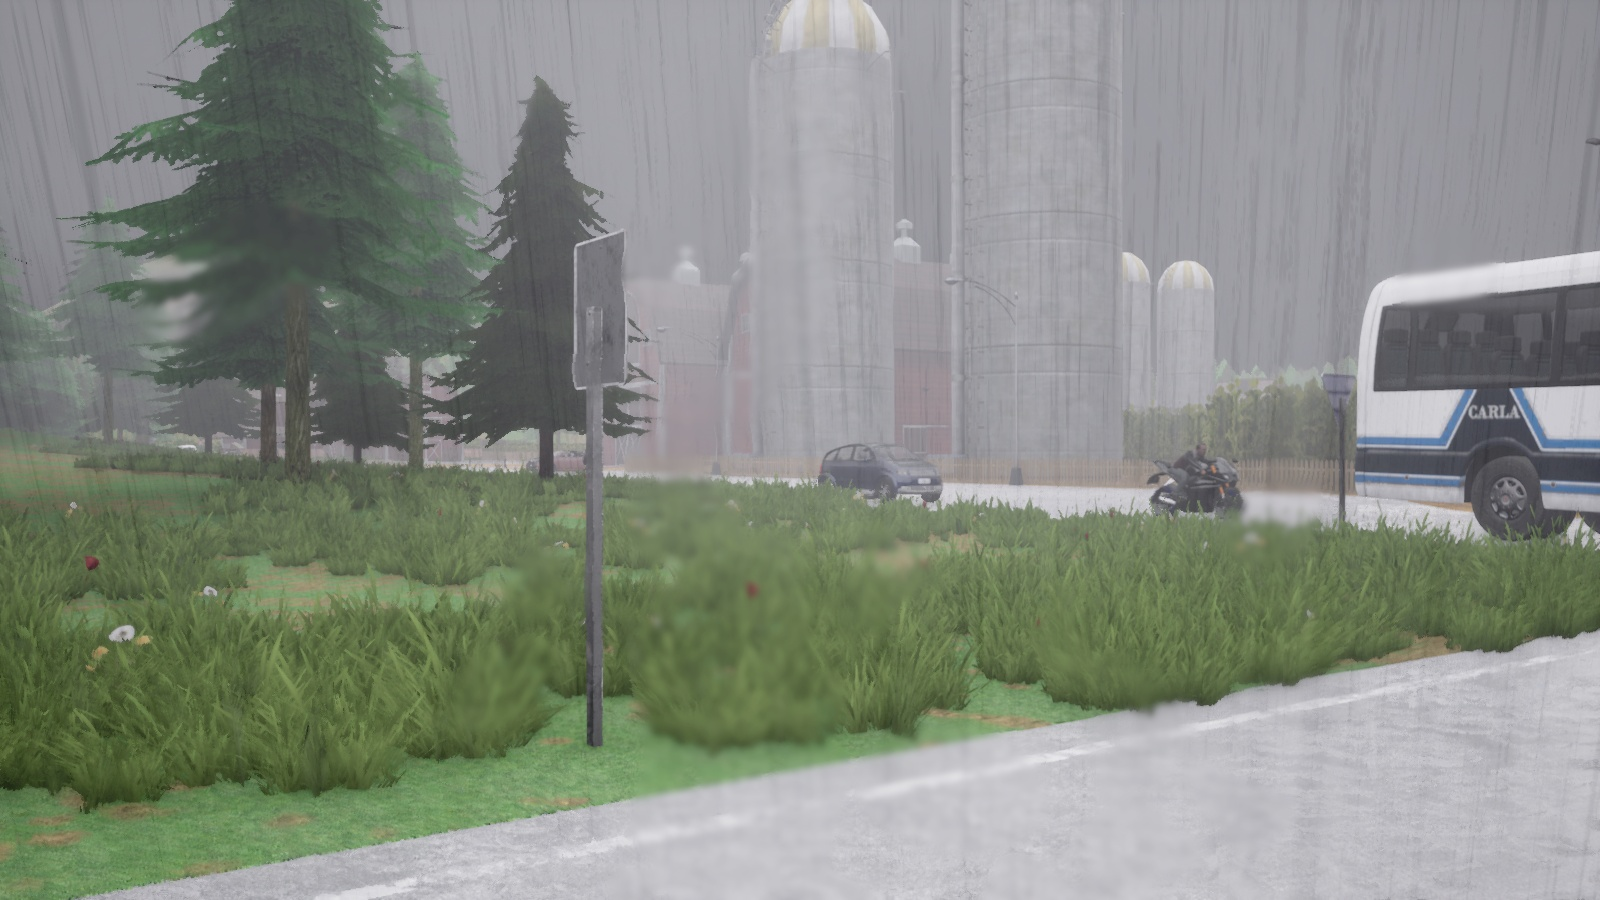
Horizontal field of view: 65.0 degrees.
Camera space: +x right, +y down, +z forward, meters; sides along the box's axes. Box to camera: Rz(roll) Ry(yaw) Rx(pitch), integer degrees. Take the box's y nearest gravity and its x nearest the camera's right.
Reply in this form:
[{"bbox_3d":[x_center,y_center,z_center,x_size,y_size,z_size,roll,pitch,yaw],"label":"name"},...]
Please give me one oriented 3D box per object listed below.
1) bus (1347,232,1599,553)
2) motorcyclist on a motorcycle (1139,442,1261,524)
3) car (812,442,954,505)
[{"bbox_3d":[12.710,-0.771,16.598,3.944,4.253,10.273,-1,1,-21],"label":"bus"},{"bbox_3d":[7.778,0.615,24.520,0.866,1.530,2.191,0,0,-34],"label":"motorcyclist on a motorcycle"},{"bbox_3d":[2.102,0.593,32.839,1.789,1.549,3.705,0,0,-34],"label":"car"}]
